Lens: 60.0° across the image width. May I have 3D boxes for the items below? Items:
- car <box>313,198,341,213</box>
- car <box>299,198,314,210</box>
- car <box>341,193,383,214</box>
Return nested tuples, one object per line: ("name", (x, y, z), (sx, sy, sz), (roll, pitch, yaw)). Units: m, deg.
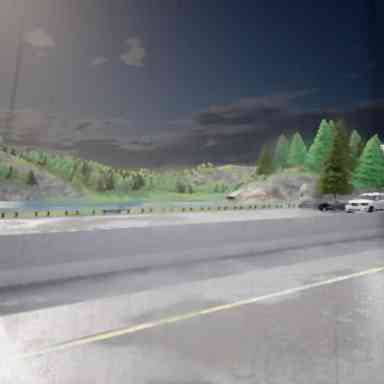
("car", (15.471, 1.489, 35.486), (4.718, 1.301, 1.895), (0, 0, -34))
("car", (14.463, 1.420, 39.020), (4.181, 1.385, 1.994), (0, 0, -34))
("car", (17.454, 1.142, 32.599), (5.566, 2.045, 2.150), (0, 1, -34))
